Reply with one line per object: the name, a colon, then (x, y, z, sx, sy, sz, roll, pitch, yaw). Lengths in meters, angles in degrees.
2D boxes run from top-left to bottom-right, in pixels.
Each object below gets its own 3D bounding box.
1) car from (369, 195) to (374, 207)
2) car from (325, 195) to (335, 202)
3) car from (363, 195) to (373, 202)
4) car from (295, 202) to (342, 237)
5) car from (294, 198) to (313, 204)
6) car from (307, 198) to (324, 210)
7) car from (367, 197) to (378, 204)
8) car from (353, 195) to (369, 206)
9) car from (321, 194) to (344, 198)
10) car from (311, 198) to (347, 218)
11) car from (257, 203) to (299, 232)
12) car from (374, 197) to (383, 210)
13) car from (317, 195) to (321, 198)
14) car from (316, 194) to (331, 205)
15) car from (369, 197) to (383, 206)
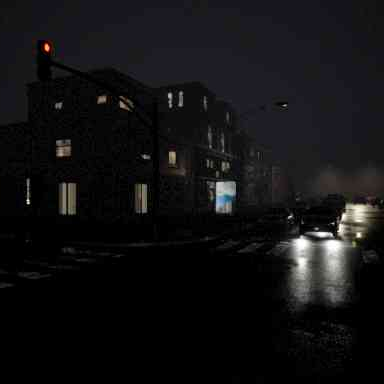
car: (29.179, 1.454, 51.820, 1.967, 1.590, 4.097, 0, 0, 25)
car: (33.306, 1.470, 80.392, 1.967, 1.590, 4.097, 0, 0, 25)
car: (43.231, 1.475, 81.824, 1.967, 1.590, 4.097, 0, 0, 25)
car: (7.126, 1.528, 18.418, 1.812, 1.442, 4.674, 0, 0, 26)
car: (9.884, 1.555, 30.384, 2.008, 1.369, 4.403, 0, 0, 25)
car: (16.838, 1.534, 45.233, 1.752, 1.417, 4.829, 0, 0, 25)
car: (36.204, 1.605, 66.823, 1.802, 1.307, 4.206, 0, 0, 25)
car: (28.852, 1.494, 57.244, 1.882, 1.535, 5.008, 0, 0, 25)
car: (16.135, 1.228, 37.397, 2.150, 2.045, 5.566, 0, 0, 25)
car: (11.556, 1.496, 27.775, 2.128, 1.511, 4.902, 0, 0, 25)
car: (5.200, 1.584, 20.383, 1.802, 1.307, 4.206, 0, 0, 25)
car: (24.494, 1.561, 41.820, 2.008, 1.369, 4.403, 0, 0, 25)
car: (14.569, 1.447, 40.386, 1.967, 1.590, 4.097, 0, 0, 25)
car: (23.938, 1.331, 60.389, 2.192, 1.841, 5.009, 0, 0, 25)
car: (31.520, 1.568, 56.822, 2.008, 1.369, 4.403, 0, 0, 25)
